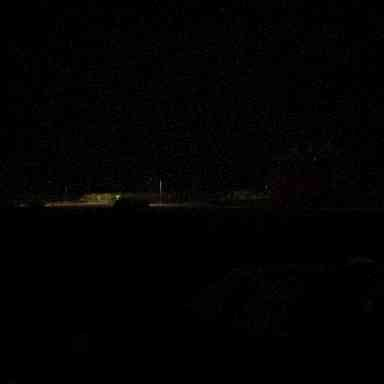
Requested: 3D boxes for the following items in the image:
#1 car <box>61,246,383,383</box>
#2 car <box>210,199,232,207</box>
[{"bbox_3d":[1.116,1.478,3.868,5.008,1.535,1.882,0,0,-35],"label":"car"},{"bbox_3d":[5.782,2.220,67.422,2.033,1.411,5.357,0,-1,-36],"label":"car"}]
